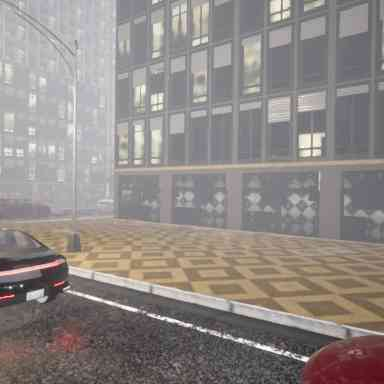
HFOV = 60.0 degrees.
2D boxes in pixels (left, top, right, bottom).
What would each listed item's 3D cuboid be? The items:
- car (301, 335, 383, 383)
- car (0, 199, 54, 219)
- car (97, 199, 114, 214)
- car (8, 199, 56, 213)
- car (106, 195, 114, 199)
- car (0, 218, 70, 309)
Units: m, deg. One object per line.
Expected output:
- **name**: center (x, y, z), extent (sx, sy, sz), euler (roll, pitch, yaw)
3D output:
- **car**: center (2.912, 1.526, 1.619), extent (4.674, 1.442, 1.812), euler (0, 0, 35)
- **car**: center (-15.555, 1.519, 30.467), extent (2.192, 1.841, 5.009), euler (1, 0, 36)
- **car**: center (-8.773, 1.829, 39.690), extent (1.752, 1.417, 4.829), euler (1, 0, 36)
- **car**: center (-19.069, 1.642, 39.836), extent (1.752, 1.417, 4.829), euler (1, 0, 36)
- **car**: center (-10.666, 1.476, 46.858), extent (2.150, 2.045, 5.566), euler (1, 0, 36)
- **car**: center (-4.575, 1.488, 6.920), extent (4.902, 1.511, 2.128), euler (0, 0, 35)
